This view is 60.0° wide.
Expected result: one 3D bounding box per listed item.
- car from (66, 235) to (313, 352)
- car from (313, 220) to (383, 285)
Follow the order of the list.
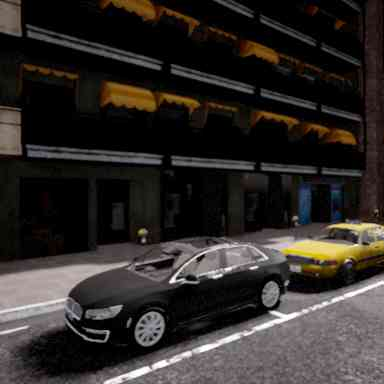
[{"bbox_3d":[-0.004,1.567,6.147,4.403,1.369,2.008,-1,0,-37],"label":"car"},{"bbox_3d":[4.431,1.495,9.434,4.829,1.417,1.752,-1,0,-37],"label":"car"}]
